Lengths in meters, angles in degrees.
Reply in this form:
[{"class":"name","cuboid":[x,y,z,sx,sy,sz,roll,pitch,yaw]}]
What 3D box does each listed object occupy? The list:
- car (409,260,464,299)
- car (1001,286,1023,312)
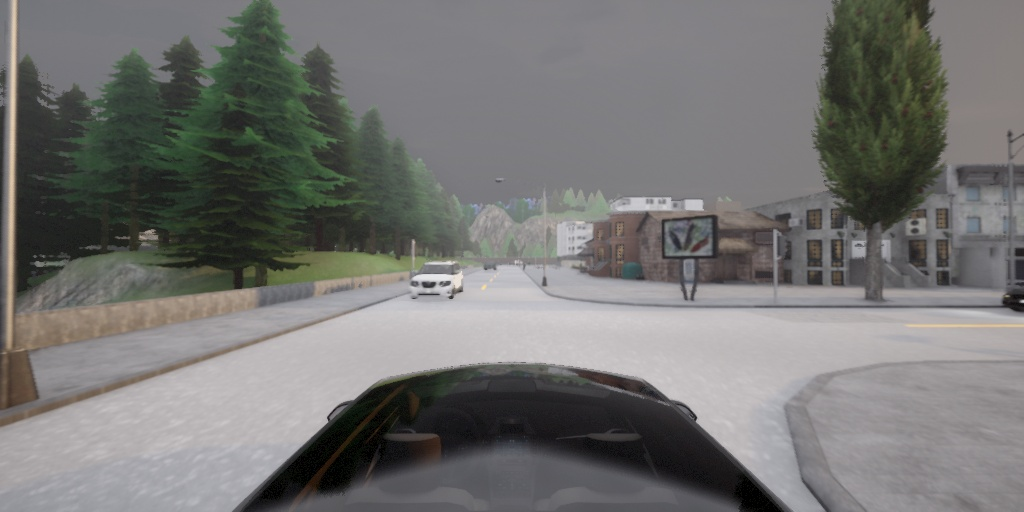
[{"class":"car","cuboid":[-3.999,1.302,19.885,2.150,2.045,5.566,0,1,0]},{"class":"car","cuboid":[20.842,1.385,12.901,4.892,1.490,1.837,0,-1,0]}]
